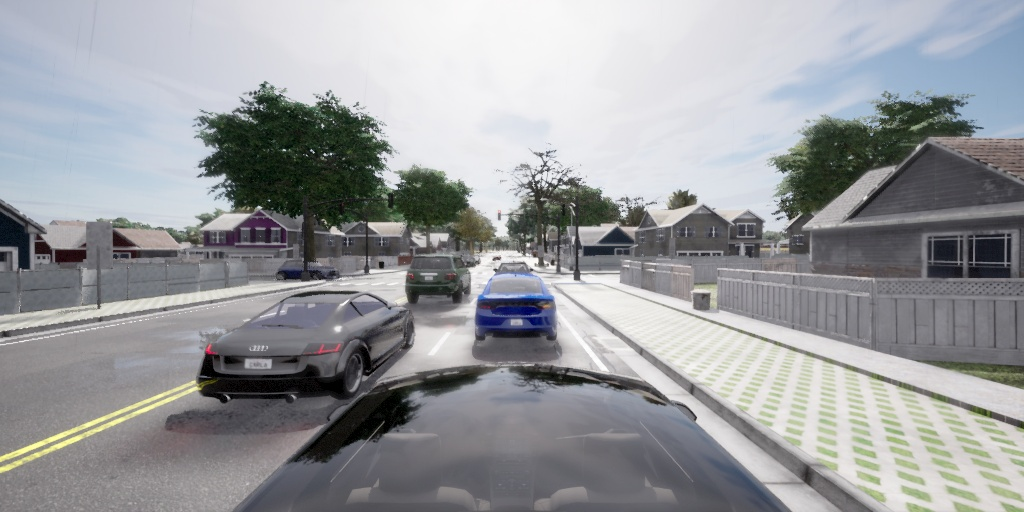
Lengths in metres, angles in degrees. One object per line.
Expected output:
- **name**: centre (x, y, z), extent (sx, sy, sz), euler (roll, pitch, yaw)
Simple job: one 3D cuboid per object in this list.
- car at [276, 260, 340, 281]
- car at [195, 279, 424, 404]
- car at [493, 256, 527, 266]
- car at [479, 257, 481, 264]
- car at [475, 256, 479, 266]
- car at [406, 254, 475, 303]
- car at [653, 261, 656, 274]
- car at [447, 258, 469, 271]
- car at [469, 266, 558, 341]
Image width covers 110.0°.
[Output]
- **car**: centre (-16.145, 1.102, 28.556), extent (4.553, 1.767, 2.097), euler (0, 1, 8)
- **car**: centre (-3.157, 1.308, 6.470), extent (1.994, 1.385, 4.181), euler (0, 0, 0)
- **car**: centre (0.074, 1.041, 18.842), extent (2.097, 1.767, 4.553), euler (0, 0, 0)
- **car**: centre (-6.652, 0.727, 64.518), extent (2.033, 1.411, 5.357), euler (0, 1, 0)
- **car**: centre (-6.661, 0.715, 54.238), extent (2.097, 1.767, 4.553), euler (0, 1, 0)
- **car**: centre (-3.173, 0.926, 16.351), extent (2.150, 2.045, 5.566), euler (0, 0, 0)
- **car**: centre (12.675, 1.094, 32.532), extent (4.718, 1.301, 1.895), euler (0, 1, 1)
- **car**: centre (-6.664, 1.011, 44.800), extent (2.033, 1.411, 5.357), euler (0, 1, 0)
- **car**: centre (0.088, 1.212, 9.887), extent (1.882, 1.535, 5.008), euler (0, 0, 0)
